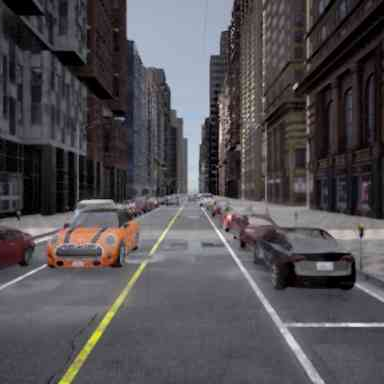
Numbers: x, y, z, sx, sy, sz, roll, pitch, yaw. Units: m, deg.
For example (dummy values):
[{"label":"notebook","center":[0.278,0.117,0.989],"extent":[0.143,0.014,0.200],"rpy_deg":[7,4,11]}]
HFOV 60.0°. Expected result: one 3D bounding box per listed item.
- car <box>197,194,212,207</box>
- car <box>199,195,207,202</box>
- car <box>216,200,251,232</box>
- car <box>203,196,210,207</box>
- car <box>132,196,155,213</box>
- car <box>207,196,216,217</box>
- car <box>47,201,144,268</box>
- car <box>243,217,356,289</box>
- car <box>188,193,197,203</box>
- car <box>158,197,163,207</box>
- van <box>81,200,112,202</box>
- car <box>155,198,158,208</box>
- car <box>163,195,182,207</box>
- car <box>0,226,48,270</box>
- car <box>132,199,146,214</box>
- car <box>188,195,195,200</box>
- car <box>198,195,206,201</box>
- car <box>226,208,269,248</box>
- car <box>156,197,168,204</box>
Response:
[{"label":"car","center":[2.372,1.307,54.163],"extent":[2.150,2.045,5.566],"rpy_deg":[0,0,0]},{"label":"car","center":[2.726,1.587,81.805],"extent":[1.967,1.590,4.097],"rpy_deg":[0,0,0]},{"label":"car","center":[2.752,1.470,20.186],"extent":[1.967,1.590,4.097],"rpy_deg":[0,0,0]},{"label":"car","center":[2.743,1.592,42.763],"extent":[1.752,1.417,4.829],"rpy_deg":[0,0,0]},{"label":"car","center":[-5.780,1.372,36.974],"extent":[2.192,1.841,5.009],"rpy_deg":[0,0,0]},{"label":"car","center":[2.747,1.488,31.389],"extent":[1.967,1.590,4.097],"rpy_deg":[0,0,0]},{"label":"car","center":[-3.105,1.368,11.306],"extent":[2.097,1.767,4.553],"rpy_deg":[0,0,0]},{"label":"car","center":[2.757,1.579,8.983],"extent":[1.947,1.339,4.313],"rpy_deg":[0,0,0]},{"label":"car","center":[-0.028,1.511,71.392],"extent":[2.033,1.411,5.357],"rpy_deg":[0,0,0]},{"label":"car","center":[-5.785,1.516,48.177],"extent":[1.967,1.590,4.097],"rpy_deg":[0,0,0]},{"label":"van","center":[-5.773,1.371,20.167],"extent":[1.690,1.788,3.998],"rpy_deg":[0,0,0]},{"label":"car","center":[-5.782,1.648,42.576],"extent":[1.802,1.307,4.206],"rpy_deg":[0,0,0]},{"label":"car","center":[-3.091,1.650,54.010],"extent":[1.994,1.385,4.181],"rpy_deg":[0,0,0]},{"label":"car","center":[-5.768,1.595,8.962],"extent":[1.802,1.307,4.206],"rpy_deg":[0,0,0]},{"label":"car","center":[-5.777,1.630,31.371],"extent":[1.802,1.307,4.206],"rpy_deg":[0,0,0]},{"label":"car","center":[-0.037,1.521,92.643],"extent":[1.837,1.490,4.892],"rpy_deg":[0,0,0]},{"label":"car","center":[2.722,1.613,93.008],"extent":[1.967,1.590,4.097],"rpy_deg":[0,0,0]},{"label":"car","center":[2.755,1.603,14.585],"extent":[1.802,1.307,4.206],"rpy_deg":[0,0,0]},{"label":"car","center":[-5.791,1.675,64.983],"extent":[1.947,1.339,4.313],"rpy_deg":[0,0,0]}]
